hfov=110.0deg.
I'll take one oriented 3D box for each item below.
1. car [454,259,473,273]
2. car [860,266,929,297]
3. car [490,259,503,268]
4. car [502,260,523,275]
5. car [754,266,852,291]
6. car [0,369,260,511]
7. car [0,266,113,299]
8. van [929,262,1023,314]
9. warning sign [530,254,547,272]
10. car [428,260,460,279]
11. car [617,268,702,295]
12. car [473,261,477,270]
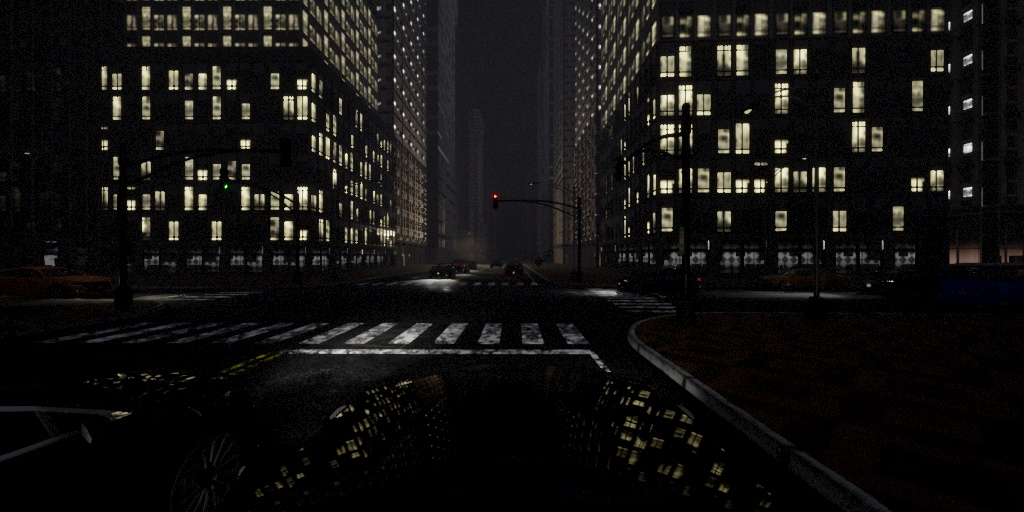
[{"bbox_3d":[-6.397,1.154,43.385,2.097,1.767,4.553,0,0,0],"label":"car"},{"bbox_3d":[21.026,1.266,18.562,4.902,1.511,2.128,0,0,2],"label":"car"},{"bbox_3d":[-2.847,1.369,63.817,1.837,1.490,4.892,0,0,0],"label":"car"},{"bbox_3d":[0.237,1.394,39.598,1.895,1.301,4.718,0,0,1],"label":"car"},{"bbox_3d":[17.181,1.294,21.319,4.829,1.417,1.751,0,0,2],"label":"car"},{"bbox_3d":[-3.155,1.241,1.188,2.128,1.511,4.902,0,0,0],"label":"car"},{"bbox_3d":[-22.310,1.237,17.221,5.008,1.535,1.882,0,0,0],"label":"car"},{"bbox_3d":[18.412,1.120,13.141,3.998,1.789,1.690,0,0,2],"label":"van"},{"bbox_3d":[3.042,0.912,41.376,1.300,1.860,1.060,0,0,0],"label":"warning sign"},{"bbox_3d":[-6.446,1.345,33.388,1.994,1.385,4.181,0,0,0],"label":"car"},{"bbox_3d":[7.867,1.329,19.389,4.181,1.385,1.994,0,0,7],"label":"car"},{"bbox_3d":[-6.342,1.378,53.881,2.033,1.411,5.357,0,0,0],"label":"car"}]
